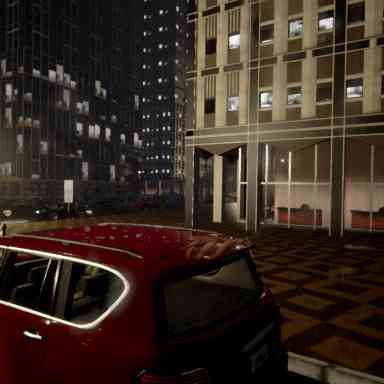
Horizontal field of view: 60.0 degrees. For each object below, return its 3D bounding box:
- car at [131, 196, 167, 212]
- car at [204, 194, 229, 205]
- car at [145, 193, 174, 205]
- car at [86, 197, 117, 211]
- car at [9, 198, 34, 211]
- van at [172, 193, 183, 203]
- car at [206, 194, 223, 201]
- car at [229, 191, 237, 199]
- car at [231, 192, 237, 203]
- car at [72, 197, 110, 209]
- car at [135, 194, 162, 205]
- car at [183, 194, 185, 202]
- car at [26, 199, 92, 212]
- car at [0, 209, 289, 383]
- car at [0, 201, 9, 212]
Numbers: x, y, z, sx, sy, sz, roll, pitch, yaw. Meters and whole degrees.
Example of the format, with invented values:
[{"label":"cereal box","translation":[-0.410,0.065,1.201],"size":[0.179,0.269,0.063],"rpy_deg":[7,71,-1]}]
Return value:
[{"label":"car","translation":[-4.946,1.488,36.733],"size":[1.802,1.307,4.206],"rpy_deg":[2,1,30]},{"label":"car","translation":[3.590,1.246,51.379],"size":[1.967,1.590,4.097],"rpy_deg":[2,1,30]},{"label":"car","translation":[-5.093,1.255,47.977],"size":[1.812,1.442,4.674],"rpy_deg":[1,1,31]},{"label":"car","translation":[-10.613,1.357,38.527],"size":[1.994,1.385,4.181],"rpy_deg":[1,1,30]},{"label":"car","translation":[-15.614,1.356,29.932],"size":[1.837,1.490,4.892],"rpy_deg":[1,1,30]},{"label":"van","translation":[-3.729,0.975,55.457],"size":[1.690,1.788,3.998],"rpy_deg":[2,1,30]},{"label":"car","translation":[4.807,1.079,70.119],"size":[1.887,1.381,4.507],"rpy_deg":[2,1,30]},{"label":"car","translation":[10.504,0.784,79.888],"size":[2.192,1.841,5.009],"rpy_deg":[2,1,30]},{"label":"car","translation":[9.363,1.264,61.293],"size":[1.752,1.417,4.829],"rpy_deg":[2,1,30]},{"label":"car","translation":[-12.273,1.299,40.802],"size":[1.947,1.339,4.313],"rpy_deg":[2,1,30]},{"label":"car","translation":[-6.577,1.107,50.572],"size":[1.967,1.590,4.097],"rpy_deg":[2,1,30]},{"label":"car","translation":[-0.884,1.041,60.345],"size":[1.967,1.590,4.097],"rpy_deg":[2,1,30]},{"label":"car","translation":[-10.635,1.537,26.968],"size":[1.947,1.339,4.313],"rpy_deg":[2,1,30]},{"label":"car","translation":[-1.434,1.314,3.875],"size":[5.009,1.841,2.192],"rpy_deg":[0,1,36]},{"label":"car","translation":[-16.075,1.178,22.689],"size":[2.150,2.045,5.566],"rpy_deg":[2,2,36]}]
